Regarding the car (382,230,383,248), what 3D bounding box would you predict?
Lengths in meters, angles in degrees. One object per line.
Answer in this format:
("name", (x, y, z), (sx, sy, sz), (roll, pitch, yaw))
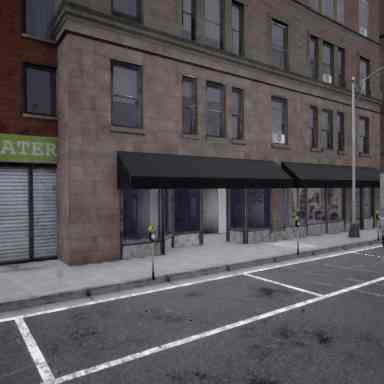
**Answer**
("car", (9.199, 1.540, 13.104), (4.507, 1.381, 1.887), (0, -1, -35))
